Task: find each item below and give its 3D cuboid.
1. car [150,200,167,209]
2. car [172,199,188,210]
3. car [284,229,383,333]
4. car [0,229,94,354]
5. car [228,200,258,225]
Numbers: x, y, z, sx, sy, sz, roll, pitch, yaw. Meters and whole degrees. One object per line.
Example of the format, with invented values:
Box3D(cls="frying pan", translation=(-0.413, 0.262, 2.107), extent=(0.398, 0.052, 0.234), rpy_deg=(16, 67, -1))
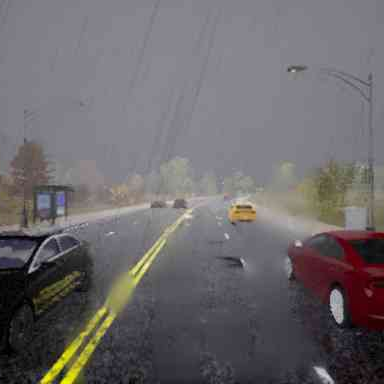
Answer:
Box3D(cls="car", translation=(-4.866, 1.838, 48.790), extent=(1.895, 1.301, 4.718), rpy_deg=(0, 0, 4))
Box3D(cls="car", translation=(-1.660, 1.713, 48.010), extent=(1.882, 1.535, 5.008), rpy_deg=(0, 0, 4))
Box3D(cls="car", translation=(3.402, 1.524, 7.041), extent=(1.882, 1.535, 5.008), rpy_deg=(0, 0, 1))
Box3D(cls="car", translation=(-3.303, 1.524, 6.226), extent=(2.128, 1.511, 4.902), rpy_deg=(0, 0, 1))
Box3D(cls="car", translation=(3.851, 1.623, 25.745), extent=(1.882, 1.535, 5.008), rpy_deg=(0, 0, 2))
